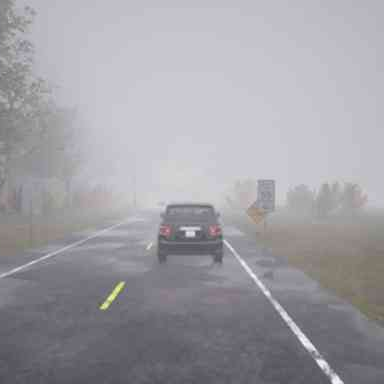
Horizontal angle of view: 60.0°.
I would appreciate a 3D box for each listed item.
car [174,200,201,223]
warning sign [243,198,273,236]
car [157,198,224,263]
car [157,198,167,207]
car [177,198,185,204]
[{"bbox_3d":[-0.415,1.616,28.498,2.097,1.767,4.553,0,-1,-1],"label":"car"},{"bbox_3d":[3.408,1.281,17.277,1.300,1.860,1.060,1,0,-1],"label":"warning sign"},{"bbox_3d":[-0.071,1.348,12.637,2.150,2.045,5.566,0,0,0],"label":"car"},{"bbox_3d":[-5.798,2.036,64.793,1.882,1.535,5.008,0,0,-3],"label":"car"},{"bbox_3d":[-2.897,2.218,87.335,1.837,1.490,4.892,0,0,-5],"label":"car"}]
